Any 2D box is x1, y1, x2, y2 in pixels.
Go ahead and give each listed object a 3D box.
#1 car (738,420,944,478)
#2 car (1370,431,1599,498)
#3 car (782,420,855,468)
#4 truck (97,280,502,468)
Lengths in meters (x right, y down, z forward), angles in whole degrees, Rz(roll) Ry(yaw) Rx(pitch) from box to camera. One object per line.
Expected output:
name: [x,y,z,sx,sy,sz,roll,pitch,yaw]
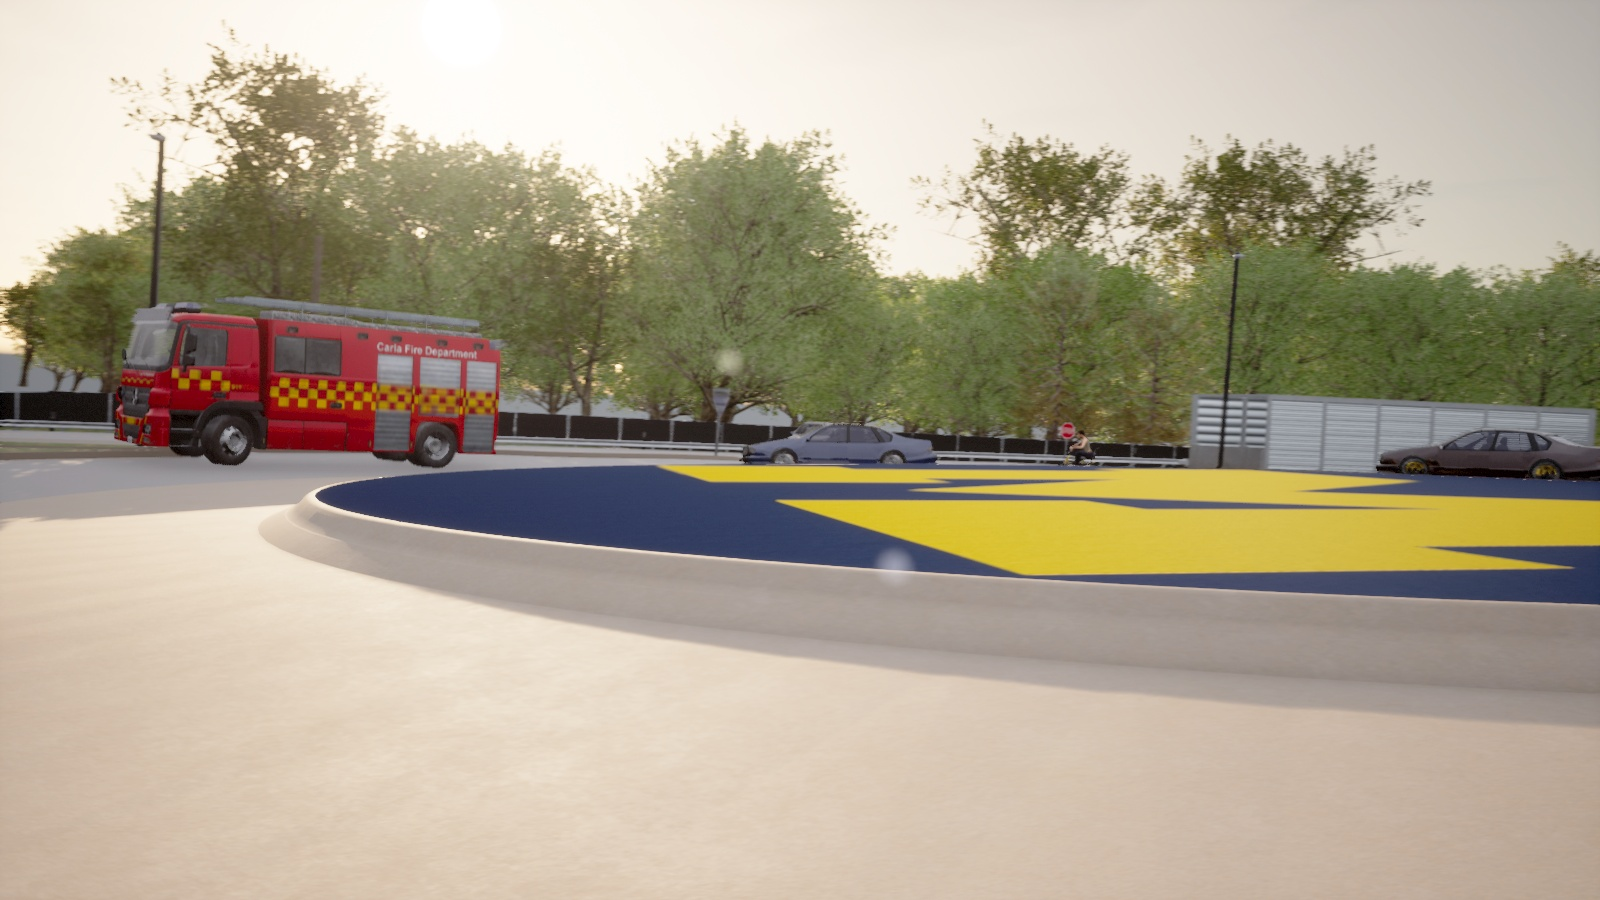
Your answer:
car: [1.091,0.008,34.624,5.357,1.411,2.033,1,-2,-9]
car: [16.918,0.340,30.311,2.033,1.411,5.357,3,-1,-40]
car: [0.702,-0.189,43.702,1.789,1.549,3.705,3,0,12]
truck: [-11.850,-1.670,30.492,8.468,3.827,2.891,2,3,-44]
